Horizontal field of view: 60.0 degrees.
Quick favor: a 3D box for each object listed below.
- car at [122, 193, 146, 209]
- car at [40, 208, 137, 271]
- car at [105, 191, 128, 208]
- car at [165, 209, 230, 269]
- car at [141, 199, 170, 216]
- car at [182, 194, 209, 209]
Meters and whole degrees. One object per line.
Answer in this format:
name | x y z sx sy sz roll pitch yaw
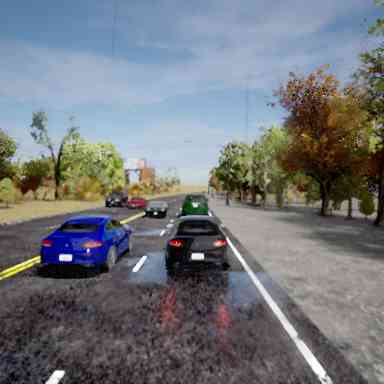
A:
car | -6.324 1.246 38.662 1.882 1.535 5.008 1 0 1
car | -3.104 1.445 10.513 1.812 1.442 4.674 1 0 0
car | -9.502 0.906 42.766 2.150 2.045 5.566 1 0 1
car | 0.154 1.498 10.954 1.812 1.442 4.674 0 0 0
car | -2.979 1.473 29.718 1.895 1.301 4.718 1 0 0
car | 0.280 1.167 28.726 2.150 2.045 5.566 1 0 0
